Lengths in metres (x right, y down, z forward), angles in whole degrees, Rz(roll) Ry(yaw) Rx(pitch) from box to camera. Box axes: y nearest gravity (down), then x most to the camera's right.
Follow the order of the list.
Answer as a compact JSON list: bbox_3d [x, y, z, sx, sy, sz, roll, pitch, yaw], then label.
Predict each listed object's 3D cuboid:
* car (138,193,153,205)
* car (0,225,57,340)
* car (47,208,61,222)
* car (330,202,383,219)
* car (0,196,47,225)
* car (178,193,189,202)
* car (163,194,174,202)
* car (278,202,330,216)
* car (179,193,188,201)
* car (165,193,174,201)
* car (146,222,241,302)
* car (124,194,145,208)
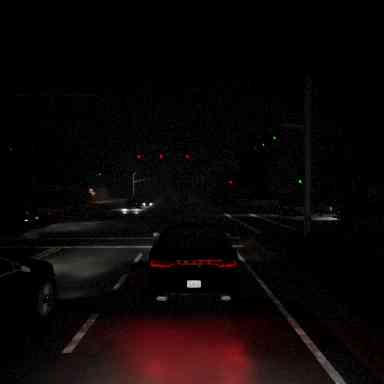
[{"bbox_3d":[-8.545,1.221,57.087,2.150,2.045,5.566,0,0,-1],"label":"car"},{"bbox_3d":[-3.468,1.492,4.374,2.128,1.511,4.902,0,0,0],"label":"car"},{"bbox_3d":[-12.070,1.477,23.869,5.008,1.535,1.882,0,0,-3],"label":"car"},{"bbox_3d":[14.762,1.564,28.946,4.181,1.385,1.994,0,0,-2],"label":"car"},{"bbox_3d":[-12.297,1.218,20.351,5.566,2.045,2.150,0,0,-3],"label":"car"},{"bbox_3d":[-1.900,1.225,74.229,2.150,2.045,5.566,0,0,-1],"label":"car"},{"bbox_3d":[-5.415,1.533,74.529,2.033,1.411,5.357,0,0,-1],"label":"car"},{"bbox_3d":[10.866,1.601,32.336,4.718,1.301,1.895,0,0,-2],"label":"car"},{"bbox_3d":[-2.182,1.225,84.962,2.150,2.045,5.566,0,0,-1],"label":"car"},{"bbox_3d":[-5.688,1.269,85.134,2.097,1.767,4.553,0,0,-1],"label":"car"},{"bbox_3d":[0.001,1.478,8.365,1.882,1.535,5.008,0,0,-1],"label":"car"},{"bbox_3d":[-8.307,1.477,47.102,1.882,1.535,5.008,0,0,-1],"label":"car"}]
